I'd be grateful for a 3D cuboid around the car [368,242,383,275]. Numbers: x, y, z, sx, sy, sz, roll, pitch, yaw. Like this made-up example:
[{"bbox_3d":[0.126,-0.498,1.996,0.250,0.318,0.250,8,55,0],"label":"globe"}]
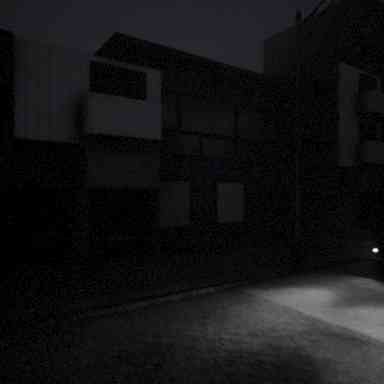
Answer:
[{"bbox_3d":[7.020,1.630,9.400,4.718,1.301,1.895,0,0,-34],"label":"car"}]
